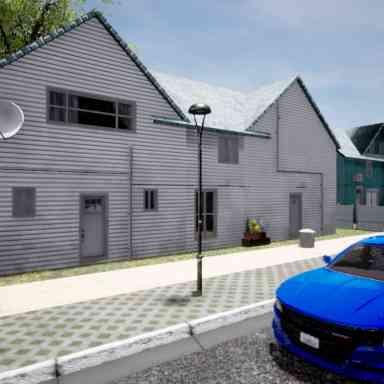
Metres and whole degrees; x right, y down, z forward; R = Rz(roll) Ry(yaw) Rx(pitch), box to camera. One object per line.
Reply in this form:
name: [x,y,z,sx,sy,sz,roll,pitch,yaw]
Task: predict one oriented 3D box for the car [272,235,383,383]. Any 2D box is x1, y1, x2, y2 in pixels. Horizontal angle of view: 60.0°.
car: [3.424,1.479,5.379,5.008,1.535,1.882,0,0,-35]
